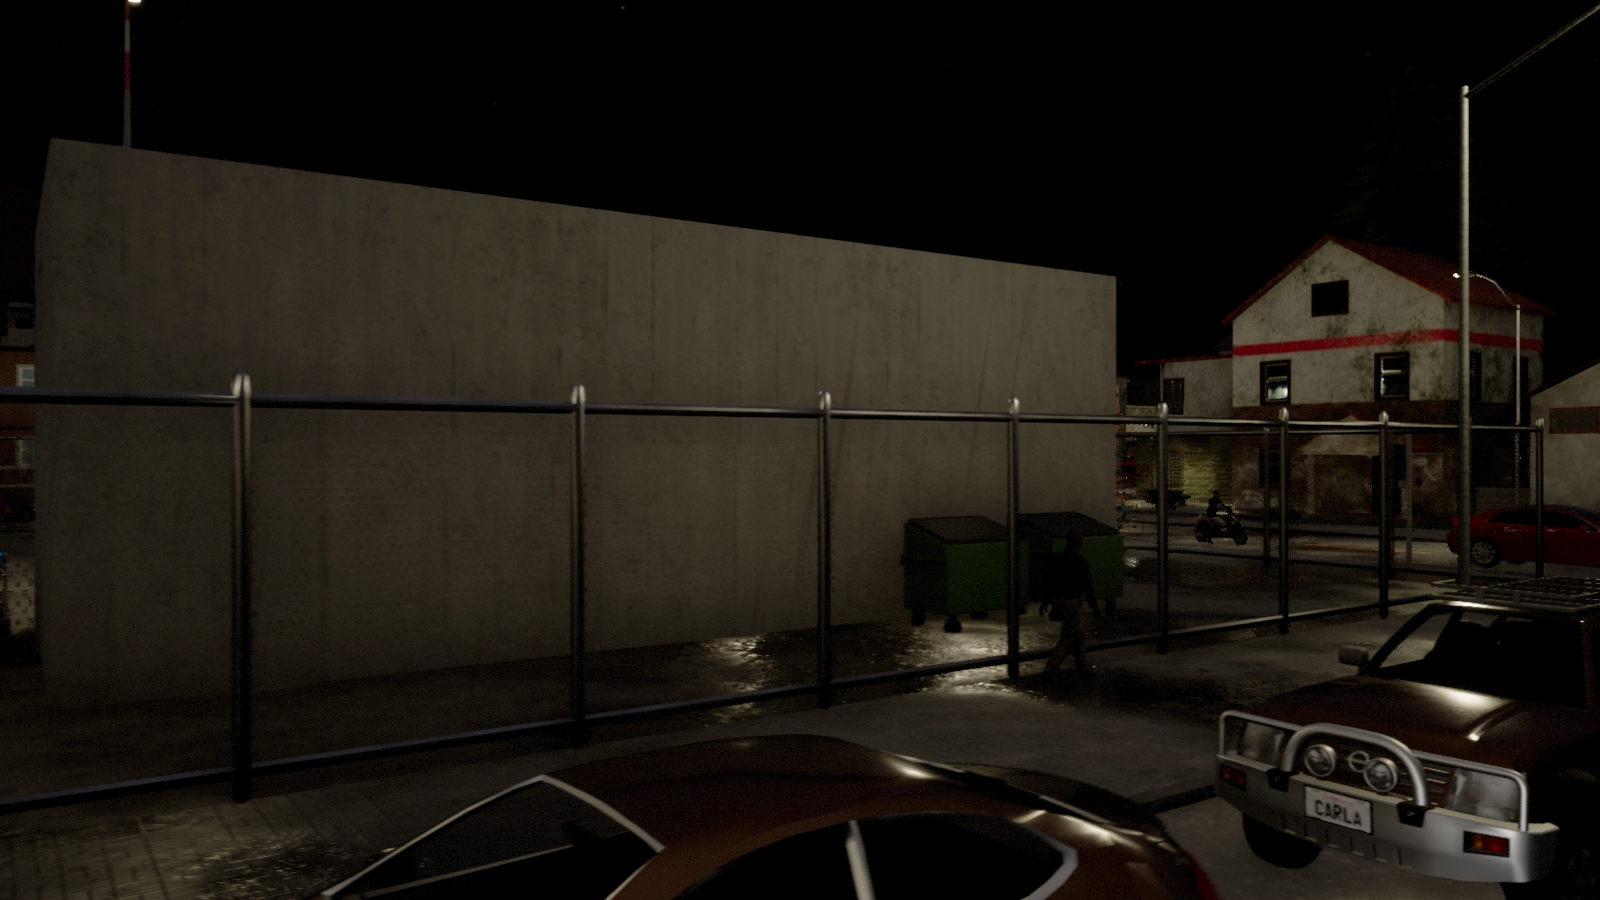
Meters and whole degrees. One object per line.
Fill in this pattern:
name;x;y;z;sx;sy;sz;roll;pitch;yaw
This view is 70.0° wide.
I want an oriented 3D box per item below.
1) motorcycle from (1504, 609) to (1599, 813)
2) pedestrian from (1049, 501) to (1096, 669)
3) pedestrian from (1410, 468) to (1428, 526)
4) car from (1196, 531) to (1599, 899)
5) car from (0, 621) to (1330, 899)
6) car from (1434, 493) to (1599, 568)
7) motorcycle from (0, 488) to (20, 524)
motorcycle;6.306;1.957;8.800;1.805;1.236;0.856;0;0;-35
pedestrian;3.110;1.520;13.046;0.375;1.860;0.375;0;0;-36
pedestrian;20.125;1.507;37.144;0.375;1.860;0.375;0;0;-37
car;4.997;1.639;7.871;4.605;1.855;1.932;0;0;-35
car;-0.571;1.770;3.988;5.027;1.651;2.152;0;0;-35
car;17.734;1.827;26.429;2.231;1.480;4.892;0;0;-35
motorcycle;-28.342;1.962;39.921;1.805;1.236;0.856;0;0;-35
